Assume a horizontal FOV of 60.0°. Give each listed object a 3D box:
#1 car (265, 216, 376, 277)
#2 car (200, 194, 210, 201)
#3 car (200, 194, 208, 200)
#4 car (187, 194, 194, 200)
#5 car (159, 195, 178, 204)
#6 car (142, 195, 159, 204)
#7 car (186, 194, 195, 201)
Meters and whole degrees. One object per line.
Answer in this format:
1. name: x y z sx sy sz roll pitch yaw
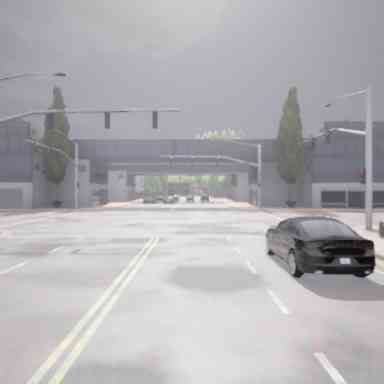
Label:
1. car: 3.572 1.463 10.199 1.882 1.535 5.008 0 0 0
2. car: 3.058 1.389 77.691 1.837 1.490 4.892 0 0 0
3. car: 3.123 1.311 87.079 2.128 1.511 4.902 0 0 0
4. car: -0.376 1.273 87.175 1.882 1.535 5.008 0 0 0
5. car: -4.105 1.406 59.567 2.128 1.511 4.902 0 0 1
6. car: -7.605 1.478 59.501 1.994 1.385 4.181 0 0 1
7. car: -0.443 1.428 77.489 2.033 1.411 5.357 0 0 0
